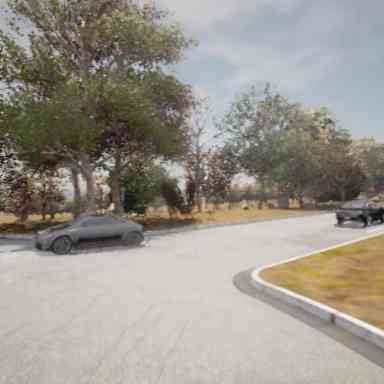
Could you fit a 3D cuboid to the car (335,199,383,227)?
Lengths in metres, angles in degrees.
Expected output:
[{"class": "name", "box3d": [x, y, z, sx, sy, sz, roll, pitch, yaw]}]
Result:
[{"class": "car", "box3d": [11.077, 1.330, 21.665, 4.902, 1.511, 2.128, -1, 0, -44]}]

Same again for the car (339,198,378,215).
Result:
[{"class": "car", "box3d": [15.588, 1.336, 31.090, 4.181, 1.385, 1.994, -1, 0, -44]}]

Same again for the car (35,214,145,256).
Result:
[{"class": "car", "box3d": [-4.028, 1.602, 13.445, 4.181, 1.385, 1.994, -1, 0, -29]}]
